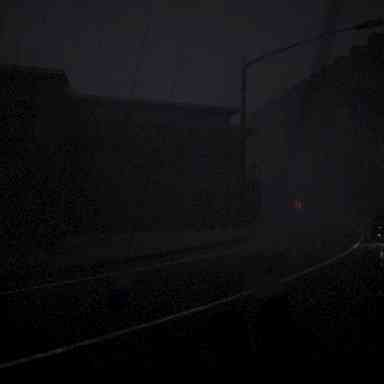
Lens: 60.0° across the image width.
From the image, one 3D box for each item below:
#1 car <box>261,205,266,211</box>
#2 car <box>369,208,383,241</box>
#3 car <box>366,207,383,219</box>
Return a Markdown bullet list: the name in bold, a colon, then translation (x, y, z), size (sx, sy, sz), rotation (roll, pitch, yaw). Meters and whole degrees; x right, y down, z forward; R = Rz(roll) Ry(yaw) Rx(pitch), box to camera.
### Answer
- **car**: translation (11.789, 2.781, 60.130), size (1.994, 1.385, 4.181), rotation (1, -1, -13)
- **car**: translation (10.177, 1.719, 16.724), size (1.994, 1.385, 4.181), rotation (1, -1, 28)
- **car**: translation (19.124, 2.213, 32.730), size (2.033, 1.411, 5.357), rotation (1, -1, 5)
